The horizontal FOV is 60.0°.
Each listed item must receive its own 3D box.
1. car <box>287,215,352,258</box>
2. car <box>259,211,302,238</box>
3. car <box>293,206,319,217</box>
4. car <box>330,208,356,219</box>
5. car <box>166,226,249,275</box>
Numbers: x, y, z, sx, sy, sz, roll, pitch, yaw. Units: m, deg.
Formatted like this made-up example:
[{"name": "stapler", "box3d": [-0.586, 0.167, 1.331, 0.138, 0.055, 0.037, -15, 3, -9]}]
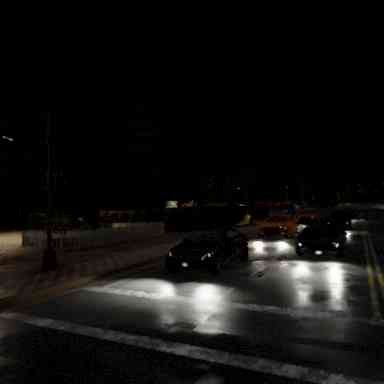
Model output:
[{"name": "car", "box3d": [6.064, 2.021, 15.276, 2.033, 1.411, 5.357, -3, -3, 26]}, {"name": "car", "box3d": [6.107, 2.286, 23.175, 1.882, 1.535, 5.008, -3, -3, 27]}, {"name": "car", "box3d": [12.789, 2.637, 36.467, 1.882, 1.535, 5.008, -3, -2, 27]}, {"name": "car", "box3d": [12.522, 2.363, 28.162, 2.033, 1.411, 5.357, -3, -3, 27]}, {"name": "car", "box3d": [0.805, 2.051, 12.538, 1.812, 1.442, 4.674, -3, -3, 26]}]
